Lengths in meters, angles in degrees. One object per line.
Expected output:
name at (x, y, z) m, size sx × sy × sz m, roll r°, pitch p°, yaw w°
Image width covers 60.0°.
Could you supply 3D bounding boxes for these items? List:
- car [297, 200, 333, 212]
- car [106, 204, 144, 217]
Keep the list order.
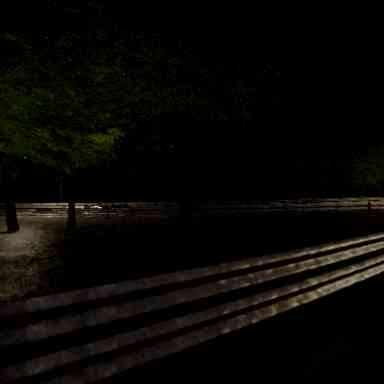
car at (16.494, 1.801, 44.652) m, size 4.674 × 1.442 × 1.812 m, roll -1°, pitch 0°, yaw -5°
car at (-8.569, 2.271, 42.630) m, size 4.892 × 1.490 × 1.837 m, roll -1°, pitch 0°, yaw -5°
